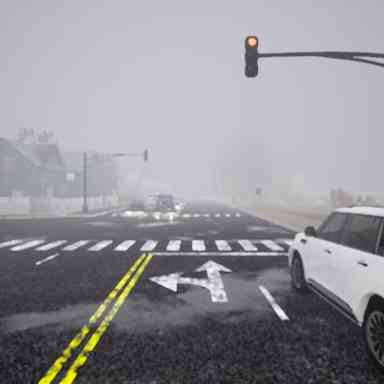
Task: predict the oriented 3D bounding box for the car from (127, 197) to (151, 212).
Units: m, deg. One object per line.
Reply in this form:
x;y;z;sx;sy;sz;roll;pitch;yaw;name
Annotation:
-6.478;1.585;39.717;1.994;1.385;4.181;0;0;0;car

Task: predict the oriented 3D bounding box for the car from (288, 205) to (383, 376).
3.366;1.222;5.606;2.150;2.045;5.566;0;0;0;car

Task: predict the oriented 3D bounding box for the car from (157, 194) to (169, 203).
-6.302;1.418;72.055;2.097;1.767;4.553;0;0;0;car

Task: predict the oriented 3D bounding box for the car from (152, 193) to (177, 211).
-3.245;1.244;40.769;2.150;2.045;5.566;0;0;-2;car

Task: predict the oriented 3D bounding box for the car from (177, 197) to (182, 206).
-3.144;1.645;57.258;1.895;1.301;4.718;0;0;1;car

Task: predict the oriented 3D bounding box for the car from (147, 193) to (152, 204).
-6.399;1.266;56.451;2.150;2.045;5.566;0;0;1;car
